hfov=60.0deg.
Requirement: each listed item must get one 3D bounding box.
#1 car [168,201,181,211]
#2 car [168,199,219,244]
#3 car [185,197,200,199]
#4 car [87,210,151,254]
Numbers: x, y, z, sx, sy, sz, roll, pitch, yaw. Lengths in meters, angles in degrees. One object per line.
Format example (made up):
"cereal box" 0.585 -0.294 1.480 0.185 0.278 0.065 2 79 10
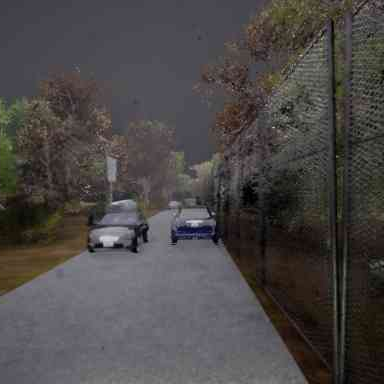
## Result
"car" -2.869 2.284 54.715 1.837 1.490 4.892 0 -1 1
"car" 0.100 1.417 16.262 2.097 1.767 4.553 -1 0 -1
"car" 0.052 1.607 38.495 2.150 2.045 5.566 -1 -1 0
"car" -2.861 1.546 13.823 2.128 1.511 4.902 0 -1 0
